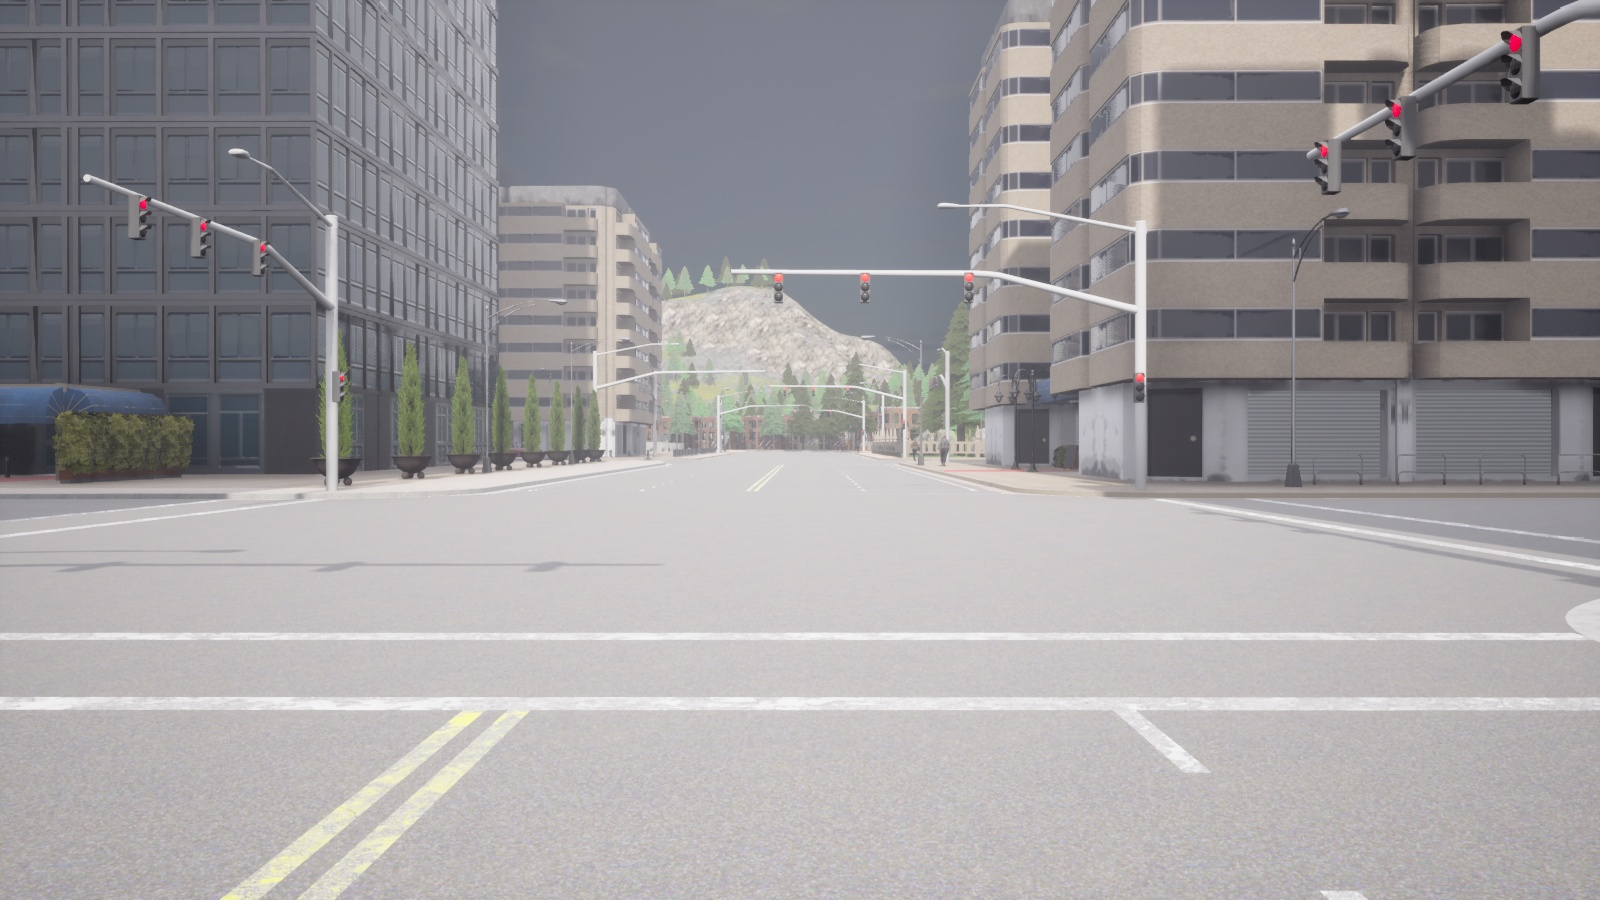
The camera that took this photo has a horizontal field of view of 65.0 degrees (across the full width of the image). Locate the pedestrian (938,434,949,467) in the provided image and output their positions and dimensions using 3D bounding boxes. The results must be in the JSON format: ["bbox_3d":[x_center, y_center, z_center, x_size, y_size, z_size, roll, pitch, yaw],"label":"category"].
[{"bbox_3d":[8.143,0.008,71.289,0.540,1.848,0.694,0,0,1],"label":"pedestrian"}]
